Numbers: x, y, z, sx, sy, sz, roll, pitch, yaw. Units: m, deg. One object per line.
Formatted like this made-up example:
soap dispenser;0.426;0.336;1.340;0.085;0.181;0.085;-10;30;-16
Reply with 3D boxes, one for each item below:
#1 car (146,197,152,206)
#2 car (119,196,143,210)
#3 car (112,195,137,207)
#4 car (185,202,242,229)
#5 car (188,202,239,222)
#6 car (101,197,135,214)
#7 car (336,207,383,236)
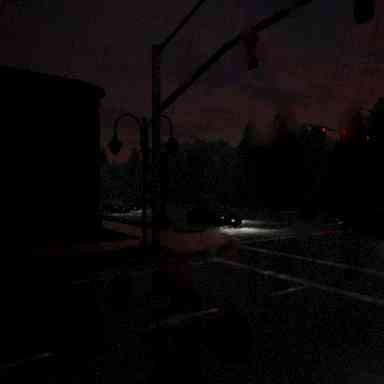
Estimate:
car;-7.940;1.501;53.780;1.837;1.490;4.892;0;0;-35
car;-8.334;1.552;41.956;2.033;1.411;5.357;0;0;-35
car;-10.506;1.349;51.337;2.097;1.767;4.553;0;0;-35
car;1.352;1.562;21.844;1.994;1.385;4.181;0;0;-35
car;1.701;1.562;27.457;1.994;1.385;4.181;0;0;-35
car;-8.248;1.523;35.644;1.812;1.442;4.674;0;0;-35
car;9.570;1.504;16.204;1.837;1.490;4.892;0;-1;-35
